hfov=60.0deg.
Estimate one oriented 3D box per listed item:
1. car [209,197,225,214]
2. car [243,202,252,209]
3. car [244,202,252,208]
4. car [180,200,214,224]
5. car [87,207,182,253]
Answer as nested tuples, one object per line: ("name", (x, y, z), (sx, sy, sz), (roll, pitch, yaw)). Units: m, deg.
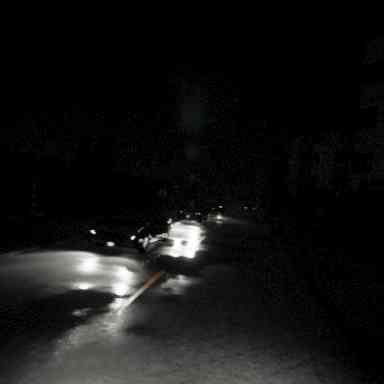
("car", (3.058, 1.728, 42.725), (2.150, 2.045, 5.566), (6, 0, 10))
("car", (13.186, 3.172, 78.365), (1.994, 1.385, 4.181), (6, 0, 10))
("car", (14.887, 3.350, 88.249), (1.895, 1.301, 4.718), (6, 0, 10))
("car", (0.164, 1.565, 26.537), (2.128, 1.511, 4.902), (6, 0, 10))
("car", (-2.126, 1.339, 13.273), (2.033, 1.411, 5.357), (6, 0, 10))
